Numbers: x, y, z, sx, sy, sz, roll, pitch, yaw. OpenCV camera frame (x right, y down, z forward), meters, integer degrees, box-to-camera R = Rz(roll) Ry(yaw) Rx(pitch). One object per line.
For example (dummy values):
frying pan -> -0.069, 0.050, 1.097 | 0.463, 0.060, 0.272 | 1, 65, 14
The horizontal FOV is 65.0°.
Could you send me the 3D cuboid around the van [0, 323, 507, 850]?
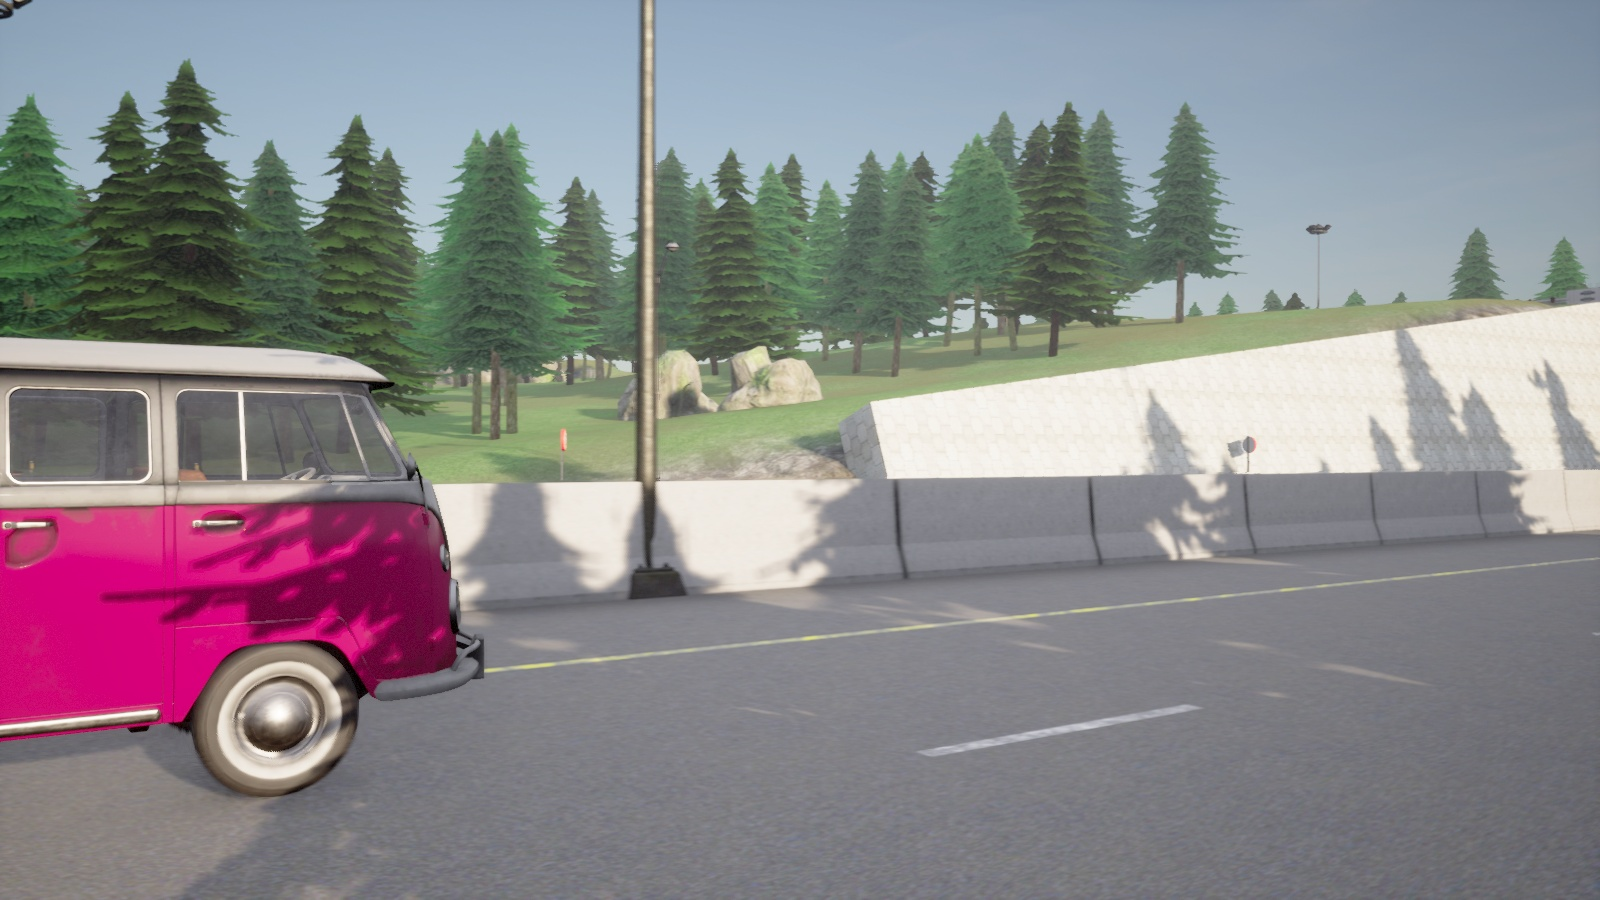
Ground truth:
van -> -3.705, 0.518, 5.345 | 4.442, 1.987, 1.775 | 0, 0, -35
